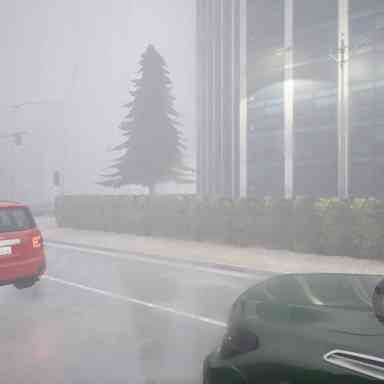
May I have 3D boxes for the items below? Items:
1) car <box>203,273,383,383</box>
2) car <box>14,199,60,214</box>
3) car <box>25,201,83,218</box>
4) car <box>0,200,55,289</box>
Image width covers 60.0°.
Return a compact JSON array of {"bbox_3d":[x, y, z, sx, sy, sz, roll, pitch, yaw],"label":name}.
[{"bbox_3d":[2.749,1.221,2.030,5.566,2.045,2.150,0,0,36],"label":"car"},{"bbox_3d":[-17.162,1.564,37.002,1.994,1.385,4.181,0,0,36],"label":"car"},{"bbox_3d":[-12.703,1.601,30.900,1.895,1.301,4.718,0,0,36],"label":"car"},{"bbox_3d":[-5.722,1.221,8.009,5.566,2.045,2.150,0,0,38],"label":"car"}]
